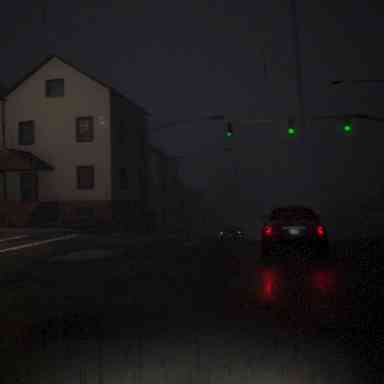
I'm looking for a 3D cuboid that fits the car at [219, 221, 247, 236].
[{"bbox_3d":[3.384,3.563,27.708,1.812,1.442,4.674,-2,-13,12],"label":"car"}]

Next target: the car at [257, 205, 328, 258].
[{"bbox_3d":[3.698,1.269,12.558,2.097,1.767,4.553,-1,0,13],"label":"car"}]
